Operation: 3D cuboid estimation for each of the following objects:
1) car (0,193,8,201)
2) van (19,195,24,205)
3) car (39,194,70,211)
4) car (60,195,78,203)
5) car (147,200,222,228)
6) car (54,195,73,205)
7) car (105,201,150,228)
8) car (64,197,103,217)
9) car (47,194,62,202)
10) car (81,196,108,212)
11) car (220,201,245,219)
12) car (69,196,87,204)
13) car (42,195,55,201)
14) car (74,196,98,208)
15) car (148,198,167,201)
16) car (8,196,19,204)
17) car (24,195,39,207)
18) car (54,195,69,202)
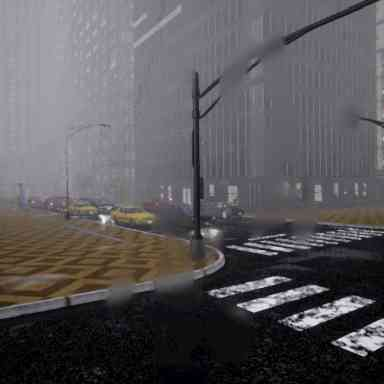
[{"bbox_3d":[-46.233,1.448,81.672,1.887,1.381,4.507,-1,1,-36],"label":"car"},{"bbox_3d":[-26.761,1.302,54.607,1.690,1.788,3.998,-1,1,-36],"label":"van"},{"bbox_3d":[-17.022,1.429,41.076,1.967,1.590,4.097,-1,1,-36],"label":"car"},{"bbox_3d":[-23.608,1.385,63.722,2.008,1.369,4.403,-1,1,-36],"label":"car"},{"bbox_3d":[-0.651,1.538,22.546,2.033,1.411,5.357,-1,1,-36],"label":"car"},{"bbox_3d":[-22.409,1.357,57.846,1.882,1.535,5.008,-1,1,-35],"label":"car"},{"bbox_3d":[-4.044,1.551,22.821,1.752,1.417,4.829,-1,1,-36],"label":"car"},{"bbox_3d":[-10.479,1.533,31.885,1.752,1.417,4.829,-1,1,-36],"label":"car"},{"bbox_3d":[-30.101,1.255,72.742,1.967,1.590,4.097,-1,1,-36],"label":"car"},{"bbox_3d":[-9.625,1.457,35.027,2.128,1.511,4.902,-1,1,-36],"label":"car"},{"bbox_3d":[2.463,1.455,27.713,2.008,1.369,4.403,-1,1,-36],"label":"car"},{"bbox_3d":[-20.363,1.388,59.211,1.887,1.381,4.507,-1,1,-36],"label":"car"},{"bbox_3d":[-33.445,1.330,77.391,1.752,1.417,4.829,-1,1,-36],"label":"car"},{"bbox_3d":[-15.317,1.406,47.979,1.837,1.490,4.892,-1,1,-36],"label":"car"},{"bbox_3d":[-4.088,1.328,36.693,1.967,1.590,4.097,-1,1,-36],"label":"car"},{"bbox_3d":[-33.250,1.493,63.630,2.008,1.369,4.403,-1,1,-36],"label":"car"},{"bbox_3d":[-23.514,1.410,50.098,1.967,1.590,4.097,-1,1,-36],"label":"car"},{"bbox_3d":[-26.854,1.406,68.233,1.802,1.307,4.206,-1,1,-36],"label":"car"}]
